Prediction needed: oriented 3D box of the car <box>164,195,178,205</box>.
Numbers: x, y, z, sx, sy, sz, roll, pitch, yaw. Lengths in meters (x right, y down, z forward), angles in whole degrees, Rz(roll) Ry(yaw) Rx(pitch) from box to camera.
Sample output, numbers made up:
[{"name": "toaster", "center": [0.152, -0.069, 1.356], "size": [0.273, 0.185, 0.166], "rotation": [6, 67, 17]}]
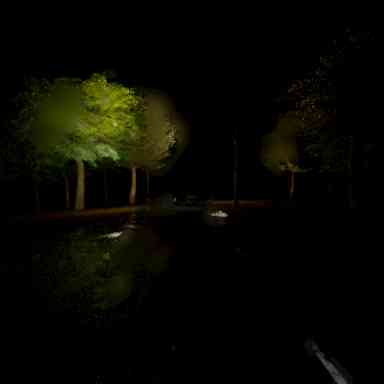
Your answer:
[{"name": "car", "center": [-3.525, 1.261, 56.578], "size": [2.097, 1.767, 4.553], "rotation": [0, 0, 0]}]

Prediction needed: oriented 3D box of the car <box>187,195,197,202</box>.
[{"name": "car", "center": [-0.031, 1.335, 69.536], "size": [1.882, 1.535, 5.008], "rotation": [0, 0, 0]}]

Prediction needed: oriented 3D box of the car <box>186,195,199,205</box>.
[{"name": "car", "center": [0.075, 1.348, 55.138], "size": [1.837, 1.490, 4.892], "rotation": [0, 0, 0]}]
